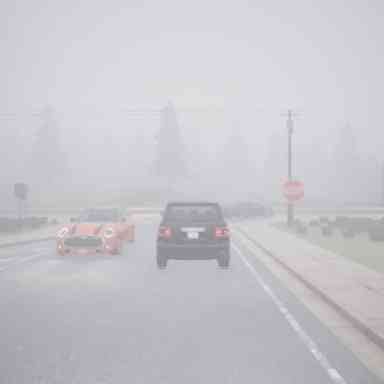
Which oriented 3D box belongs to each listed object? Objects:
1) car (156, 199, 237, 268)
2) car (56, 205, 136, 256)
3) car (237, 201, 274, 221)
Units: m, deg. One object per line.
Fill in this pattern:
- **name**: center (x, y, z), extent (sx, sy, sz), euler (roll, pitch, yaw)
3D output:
- **car**: center (0.048, 1.227, 11.462), extent (2.150, 2.045, 5.566), euler (0, 0, 0)
- **car**: center (-3.570, 1.356, 13.151), extent (2.097, 1.767, 4.553), euler (0, 0, 0)
- **car**: center (4.672, 1.518, 27.637), extent (4.892, 1.490, 1.837), euler (0, -3, -33)
